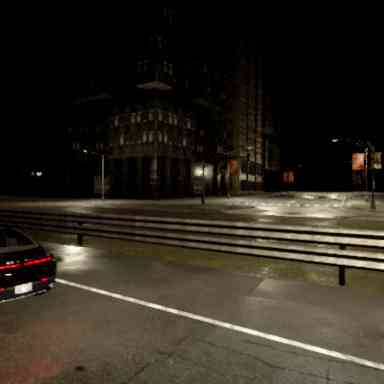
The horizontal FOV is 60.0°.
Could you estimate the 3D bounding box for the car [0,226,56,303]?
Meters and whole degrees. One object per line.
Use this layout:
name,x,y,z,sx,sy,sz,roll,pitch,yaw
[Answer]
car,-5.016,1.501,7.458,4.892,1.490,1.837,0,0,36
